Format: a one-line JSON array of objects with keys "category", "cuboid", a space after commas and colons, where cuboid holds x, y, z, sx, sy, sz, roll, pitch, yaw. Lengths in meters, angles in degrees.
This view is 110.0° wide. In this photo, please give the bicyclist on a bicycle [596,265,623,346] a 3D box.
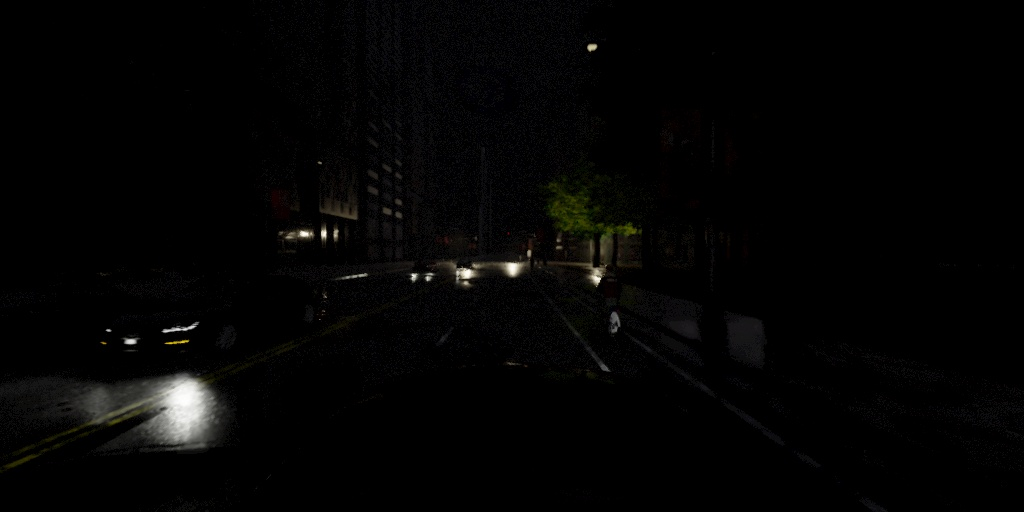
[{"category": "bicyclist on a bicycle", "cuboid": [2.252, 1.086, 8.435, 0.659, 1.776, 1.843, 0, 0, 0]}]

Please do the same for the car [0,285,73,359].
[{"category": "car", "cuboid": [-9.848, 1.321, 7.364, 1.895, 1.301, 4.718, 0, 0, 0]}]

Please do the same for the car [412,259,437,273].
[{"category": "car", "cuboid": [-9.829, 1.035, 40.670, 1.882, 1.535, 5.008, 0, 0, 0]}]

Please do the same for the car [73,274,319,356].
[{"category": "car", "cuboid": [-6.598, 1.219, 8.626, 1.837, 1.490, 4.892, 0, 0, 0]}]

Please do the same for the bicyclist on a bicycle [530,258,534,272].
[{"category": "bicyclist on a bicycle", "cuboid": [2.263, 1.013, 40.068, 0.582, 1.620, 1.656, 0, 0, 0]}]

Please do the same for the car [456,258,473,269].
[{"category": "car", "cuboid": [-6.565, 1.050, 49.718, 1.812, 1.442, 4.674, 0, 0, 0]}]
